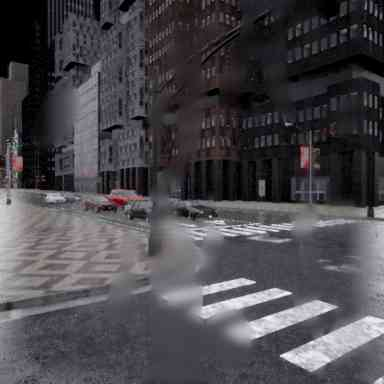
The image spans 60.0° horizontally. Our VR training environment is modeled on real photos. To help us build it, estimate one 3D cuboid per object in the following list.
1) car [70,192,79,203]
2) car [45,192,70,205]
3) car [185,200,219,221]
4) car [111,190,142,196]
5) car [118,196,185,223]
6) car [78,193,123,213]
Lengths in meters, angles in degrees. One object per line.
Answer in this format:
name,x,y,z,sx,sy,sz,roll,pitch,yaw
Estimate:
car,-17.476,0.802,48.747,2.128,1.511,4.902,0,1,-36
car,-18.167,0.890,44.130,1.812,1.442,4.674,0,1,-36
car,-0.393,1.280,25.095,2.033,1.411,5.357,0,1,-39
car,-6.532,0.804,33.605,2.150,2.045,5.566,0,1,-36
car,-2.998,1.284,23.236,2.033,1.411,5.357,0,1,-35
car,-8.598,1.080,30.918,1.882,1.535,5.008,0,1,-36
